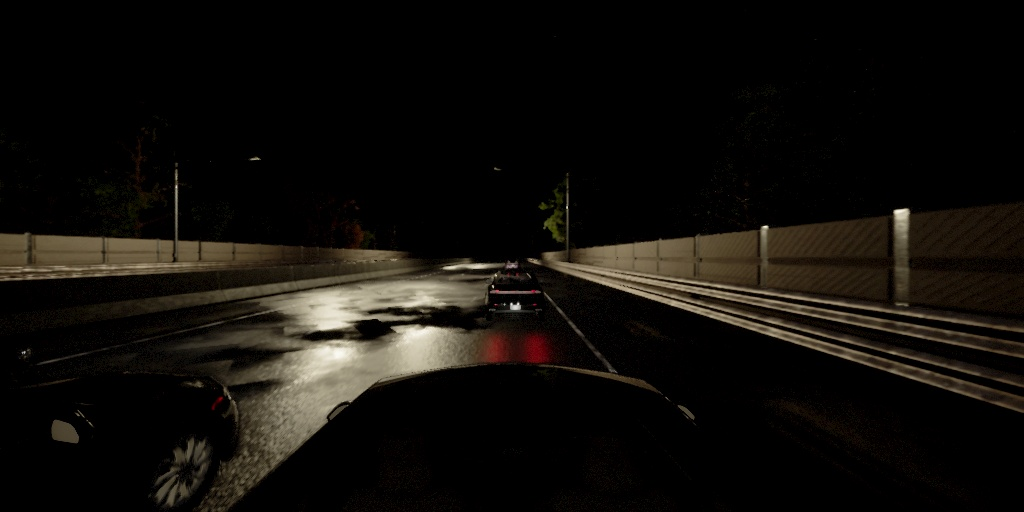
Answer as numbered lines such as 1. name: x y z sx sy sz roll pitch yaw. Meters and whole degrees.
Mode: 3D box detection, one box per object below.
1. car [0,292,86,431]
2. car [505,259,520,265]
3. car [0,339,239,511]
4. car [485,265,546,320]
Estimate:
1. car: -6.900 1.242 2.462 2.128 1.511 4.902 0 0 0
2. car: 0.095 1.191 44.424 2.033 1.649 4.856 0 0 0
3. car: -3.401 1.255 1.266 1.837 1.490 4.892 0 0 0
4. car: 0.099 1.244 12.569 2.128 1.511 4.902 0 0 0
